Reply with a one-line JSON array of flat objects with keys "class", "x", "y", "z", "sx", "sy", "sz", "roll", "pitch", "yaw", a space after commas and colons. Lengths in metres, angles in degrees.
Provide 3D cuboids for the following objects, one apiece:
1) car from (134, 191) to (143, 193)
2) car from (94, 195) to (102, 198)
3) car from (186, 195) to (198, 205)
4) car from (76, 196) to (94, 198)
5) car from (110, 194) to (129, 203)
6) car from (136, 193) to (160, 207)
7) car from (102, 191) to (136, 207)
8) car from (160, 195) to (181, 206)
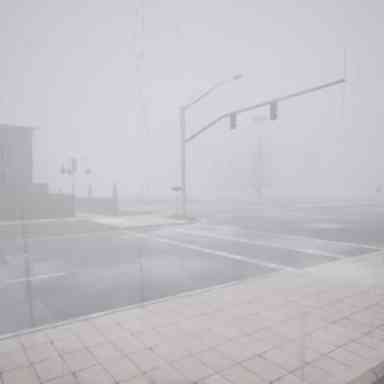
[{"class": "car", "x": -10.466, "y": 0.857, "z": 63.601, "sx": 2.150, "sy": 2.045, "sz": 5.566, "roll": -1, "pitch": 0, "yaw": -36}, {"class": "car", "x": -16.531, "y": 1.273, "z": 60.027, "sx": 2.033, "sy": 1.411, "sz": 5.357, "roll": -1, "pitch": 1, "yaw": -35}, {"class": "car", "x": -1.114, "y": 1.112, "z": 50.684, "sx": 1.882, "sy": 1.535, "sz": 5.008, "roll": -1, "pitch": 0, "yaw": -36}, {"class": "car", "x": -19.166, "y": 1.372, "z": 57.679, "sx": 1.895, "sy": 1.301, "sz": 4.718, "roll": -1, "pitch": 1, "yaw": -36}, {"class": "car", "x": -13.486, "y": 1.206, "z": 61.795, "sx": 1.812, "sy": 1.442, "sz": 4.674, "roll": -1, "pitch": 1, "yaw": -36}, {"class": "car", "x": -6.948, "y": 1.229, "z": 46.798, "sx": 1.837, "sy": 1.490, "sz": 4.892, "roll": -1, "pitch": 1, "yaw": -36}, {"class": "car", "x": -9.853, "y": 1.121, "z": 44.837, "sx": 2.097, "sy": 1.767, "sz": 4.553, "roll": -1, "pitch": 1, "yaw": -36}, {"class": "car", "x": -4.174, "y": 1.171, "z": 48.937, "sx": 2.128, "sy": 1.511, "sz": 4.902, "roll": -1, "pitch": 0, "yaw": -36}]
